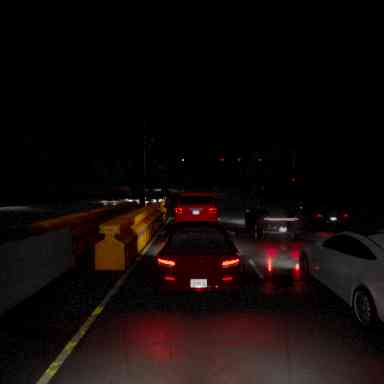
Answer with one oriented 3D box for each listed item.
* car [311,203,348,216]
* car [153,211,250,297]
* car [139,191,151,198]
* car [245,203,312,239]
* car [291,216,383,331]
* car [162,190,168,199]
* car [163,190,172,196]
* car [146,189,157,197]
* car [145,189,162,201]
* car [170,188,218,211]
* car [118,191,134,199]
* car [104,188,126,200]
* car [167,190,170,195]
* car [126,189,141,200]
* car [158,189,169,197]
[{"bbox_3d":[7.221,1.309,18.938,1.994,1.385,4.181,0,1,0],"label":"car"},{"bbox_3d":[0.142,1.431,8.242,1.812,1.442,4.674,0,1,1],"label":"car"},{"bbox_3d":[-9.942,0.527,70.380,1.994,1.385,4.181,0,1,0],"label":"car"},{"bbox_3d":[3.696,1.283,15.854,2.128,1.511,4.902,0,1,0],"label":"car"},{"bbox_3d":[3.629,1.455,6.606,1.812,1.442,4.674,0,1,0],"label":"car"},{"bbox_3d":[-6.517,0.537,65.642,2.128,1.511,4.902,0,1,1],"label":"car"},{"bbox_3d":[-6.307,0.277,86.212,2.033,1.411,5.357,0,1,0],"label":"car"},{"bbox_3d":[-9.855,0.177,80.598,2.097,1.767,4.553,0,1,0],"label":"car"},{"bbox_3d":[-6.639,0.710,56.376,1.812,1.442,4.674,0,1,1],"label":"car"},{"bbox_3d":[0.206,0.984,17.839,2.150,2.045,5.566,0,1,1],"label":"car"},{"bbox_3d":[-13.461,0.556,68.158,2.033,1.411,5.357,0,1,0],"label":"car"},{"bbox_3d":[-13.628,0.382,58.020,2.150,2.045,5.566,0,1,1],"label":"car"},{"bbox_3d":[-0.958,0.812,46.362,1.882,1.535,5.008,2,2,30],"label":"car"},{"bbox_3d":[-10.096,0.690,60.305,1.994,1.385,4.181,0,1,1],"label":"car"},{"bbox_3d":[-6.397,0.251,75.658,2.097,1.767,4.553,0,1,0],"label":"car"}]
